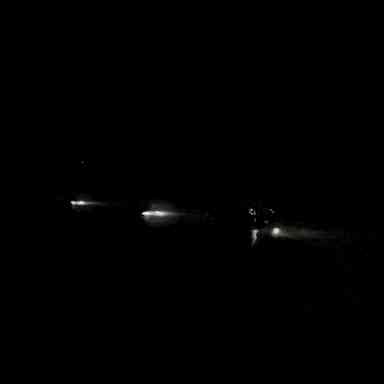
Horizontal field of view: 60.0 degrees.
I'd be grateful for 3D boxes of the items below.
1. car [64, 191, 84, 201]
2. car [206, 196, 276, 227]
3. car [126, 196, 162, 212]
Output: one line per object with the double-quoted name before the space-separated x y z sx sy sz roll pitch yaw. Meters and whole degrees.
"car" -17.495 0.546 49.206 2.128 1.511 4.902 -1 1 -35
"car" 2.894 1.061 20.321 2.097 1.767 4.553 -1 1 -35
"car" -4.515 1.037 30.768 1.994 1.385 4.181 -1 1 -35
